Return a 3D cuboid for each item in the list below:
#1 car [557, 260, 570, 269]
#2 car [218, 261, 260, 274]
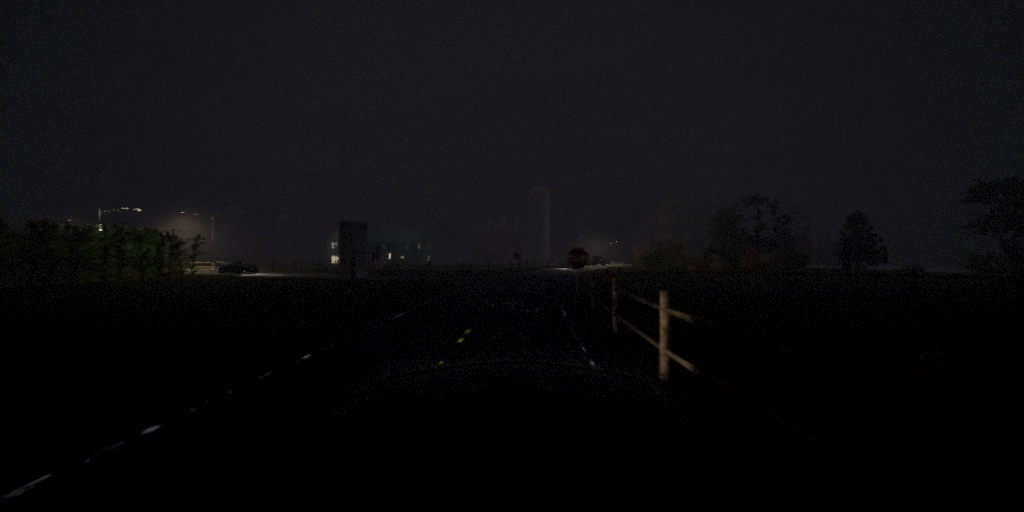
[{"bbox_3d":[8.887,1.290,58.561,2.033,1.411,5.357,0,0,23],"label":"car"},{"bbox_3d":[-29.088,1.214,38.231,4.181,1.385,1.994,0,1,21],"label":"car"}]
